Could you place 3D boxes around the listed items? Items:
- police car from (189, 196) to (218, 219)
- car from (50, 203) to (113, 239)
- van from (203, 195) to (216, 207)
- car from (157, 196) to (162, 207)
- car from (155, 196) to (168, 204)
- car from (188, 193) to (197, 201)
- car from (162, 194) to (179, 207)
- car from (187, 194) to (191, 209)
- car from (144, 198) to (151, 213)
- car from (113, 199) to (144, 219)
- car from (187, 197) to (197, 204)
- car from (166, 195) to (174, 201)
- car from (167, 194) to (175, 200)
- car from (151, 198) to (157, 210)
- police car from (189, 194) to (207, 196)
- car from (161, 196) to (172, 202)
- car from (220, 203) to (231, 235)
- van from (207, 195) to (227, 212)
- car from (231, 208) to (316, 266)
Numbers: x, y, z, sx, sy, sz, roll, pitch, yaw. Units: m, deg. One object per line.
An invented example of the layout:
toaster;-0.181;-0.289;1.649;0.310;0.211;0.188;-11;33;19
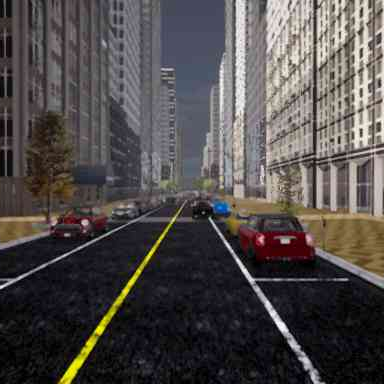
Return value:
police car;0.906;1.413;28.678;1.930;1.638;5.238;0;0;0
car;-5.695;1.433;17.173;1.967;1.590;4.097;-1;0;0
van;2.692;1.320;51.273;1.690;1.788;3.998;-1;0;0
car;-5.689;1.532;45.591;2.008;1.369;4.403;-1;0;0
car;-5.684;1.525;62.642;2.008;1.369;4.403;-1;0;0
car;0.018;1.189;79.551;2.097;1.767;4.553;0;0;0
car;-3.066;1.482;51.339;1.837;1.490;4.892;0;1;0
car;0.653;1.459;44.667;1.882;1.535;5.008;0;0;7
car;-5.690;1.552;34.224;1.947;1.339;4.313;-1;0;0
car;-5.692;1.539;28.540;2.008;1.369;4.403;-1;0;0
car;0.014;1.574;64.611;1.895;1.301;4.718;0;0;0
car;-5.679;1.545;85.376;1.802;1.307;4.206;-1;0;0
car;-5.679;1.401;91.060;1.967;1.590;4.097;-1;0;0
car;-5.689;1.528;39.907;1.887;1.381;4.507;-1;0;0
police car;0.908;1.409;38.679;1.930;1.638;5.238;0;0;0
car;-5.681;1.520;74.009;2.008;1.369;4.403;-1;0;0
car;2.686;1.518;17.341;1.752;1.417;4.829;-1;0;0
van;2.688;1.327;34.222;1.690;1.788;3.998;-1;0;0
car;2.684;1.435;11.488;1.967;1.590;4.097;-1;0;0
